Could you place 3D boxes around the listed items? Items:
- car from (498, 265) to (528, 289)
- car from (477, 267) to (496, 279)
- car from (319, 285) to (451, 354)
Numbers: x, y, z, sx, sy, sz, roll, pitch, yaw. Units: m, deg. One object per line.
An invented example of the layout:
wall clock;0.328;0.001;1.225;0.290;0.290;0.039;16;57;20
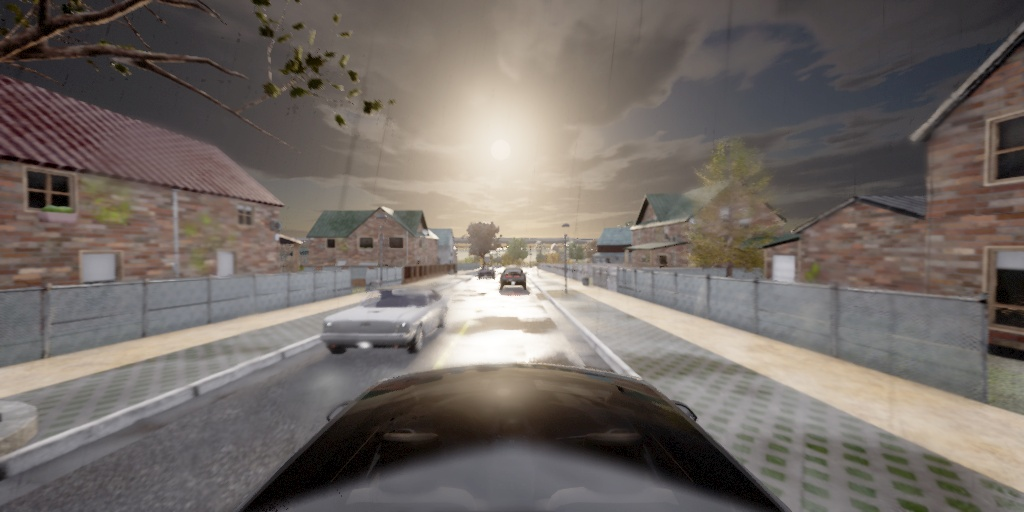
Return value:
car;0.082;1.584;26.175;1.837;1.490;4.892;0;-1;0
car;-2.877;1.901;41.237;1.895;1.301;4.718;0;-1;0
car;-2.848;1.448;9.155;1.895;1.301;4.718;0;-1;0
